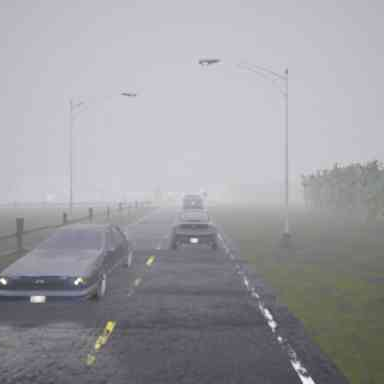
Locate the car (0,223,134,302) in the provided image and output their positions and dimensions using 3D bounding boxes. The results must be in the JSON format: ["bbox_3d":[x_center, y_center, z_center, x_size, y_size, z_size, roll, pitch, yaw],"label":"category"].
[{"bbox_3d":[-2.787,1.561,8.692,2.033,1.411,5.357,0,0,0],"label":"car"}]

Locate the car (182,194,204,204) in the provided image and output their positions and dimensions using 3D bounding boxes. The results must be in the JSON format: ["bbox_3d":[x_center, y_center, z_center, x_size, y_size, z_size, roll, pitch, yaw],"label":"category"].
[{"bbox_3d":[0.108,1.271,35.014,2.150,2.045,5.566,0,0,0],"label":"car"}]

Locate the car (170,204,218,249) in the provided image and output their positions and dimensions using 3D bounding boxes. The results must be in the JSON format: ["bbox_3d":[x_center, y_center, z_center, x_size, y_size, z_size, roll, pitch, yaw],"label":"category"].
[{"bbox_3d":[0.096,1.529,14.766,1.837,1.490,4.892,0,1,0],"label":"car"}]
